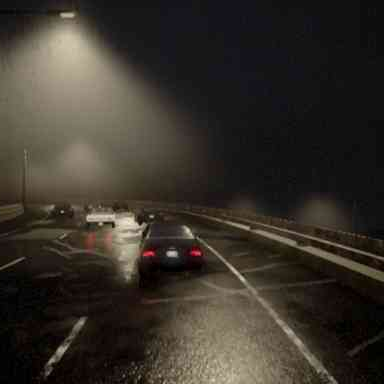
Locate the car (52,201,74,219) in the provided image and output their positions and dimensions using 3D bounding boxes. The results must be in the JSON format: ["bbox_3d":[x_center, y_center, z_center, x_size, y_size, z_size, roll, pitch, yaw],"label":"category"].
[{"bbox_3d":[-12.826,1.848,33.184,1.994,1.385,4.181,0,-1,-19],"label":"car"}]

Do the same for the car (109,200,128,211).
[{"bbox_3d":[-10.084,1.873,45.499,1.837,1.490,4.892,0,-1,-24],"label":"car"}]

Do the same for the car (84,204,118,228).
[{"bbox_3d":[-6.416,1.798,23.764,1.895,1.301,4.718,0,0,-13],"label":"car"}]

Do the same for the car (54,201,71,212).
[{"bbox_3d":[-17.460,1.912,44.785,1.812,1.442,4.674,0,-1,-25],"label":"car"}]

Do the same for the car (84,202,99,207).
[{"bbox_3d":[-13.025,1.965,43.572,1.895,1.301,4.718,0,0,-23],"label":"car"}]

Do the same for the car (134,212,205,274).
[{"bbox_3d":[-0.780,1.633,10.908,2.033,1.411,5.357,0,0,-6],"label":"car"}]

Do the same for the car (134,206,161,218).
[{"bbox_3d":[-3.414,1.772,26.163,1.994,1.385,4.181,0,0,-14],"label":"car"}]
